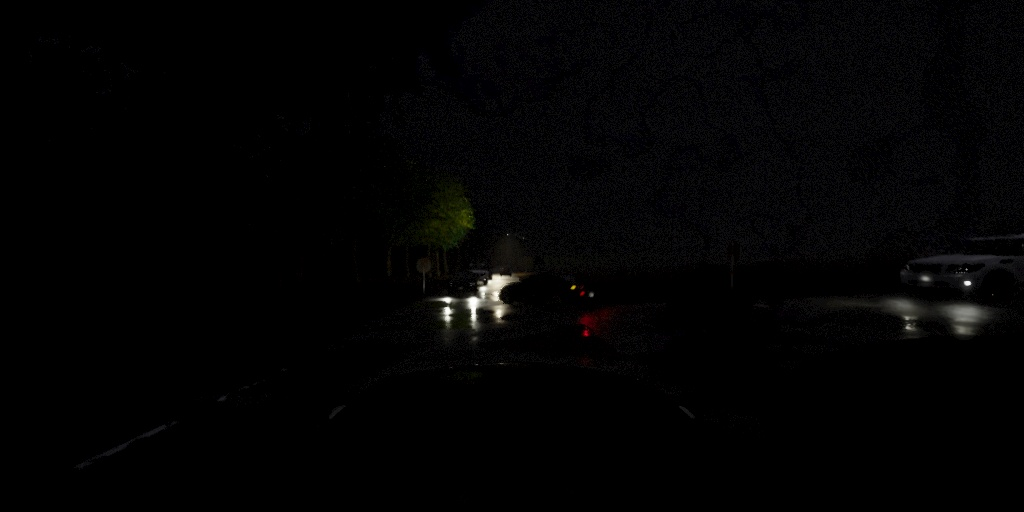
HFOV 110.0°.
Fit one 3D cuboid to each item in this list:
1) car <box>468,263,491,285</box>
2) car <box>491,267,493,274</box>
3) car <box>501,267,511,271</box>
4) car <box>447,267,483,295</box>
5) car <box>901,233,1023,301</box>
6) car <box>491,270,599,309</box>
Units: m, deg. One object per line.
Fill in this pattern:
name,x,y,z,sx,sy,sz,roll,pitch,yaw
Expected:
car,-3.449,1.745,35.097,2.150,2.045,5.566,0,-1,-2
car,-3.621,1.996,45.830,2.150,2.045,5.566,0,-1,-2
car,-0.978,2.552,55.881,2.033,1.411,5.357,0,-1,-1
car,-3.244,1.756,24.468,1.882,1.535,5.008,0,-1,-2
car,16.721,0.280,12.142,5.566,2.045,2.150,-3,-1,-1
car,1.474,1.440,15.526,1.812,1.442,4.674,1,-4,-45
